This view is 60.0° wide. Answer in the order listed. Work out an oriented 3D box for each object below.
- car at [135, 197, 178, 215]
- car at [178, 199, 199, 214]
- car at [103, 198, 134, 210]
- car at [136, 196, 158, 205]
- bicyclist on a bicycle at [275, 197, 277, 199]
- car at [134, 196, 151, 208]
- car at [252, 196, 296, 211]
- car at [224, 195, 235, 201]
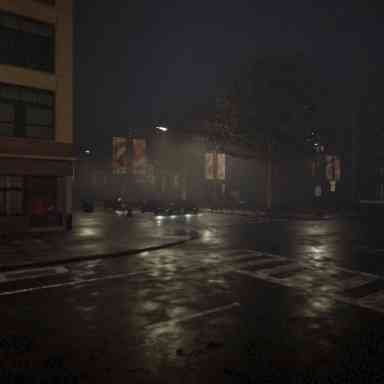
[{"bbox_3d":[-3.703,1.526,33.778,1.812,1.442,4.674,0,0,-35],"label":"car"},{"bbox_3d":[-1.135,1.505,36.211,1.837,1.490,4.892,0,0,-36],"label":"car"},{"bbox_3d":[-9.690,1.492,42.140,2.128,1.511,4.902,0,0,-35],"label":"car"},{"bbox_3d":[-8.189,1.478,59.840,1.882,1.535,5.008,0,0,-36],"label":"car"},{"bbox_3d":[12.513,1.301,50.585,1.656,1.620,0.582,0,0,-36],"label":"bicyclist on a bicycle"},{"bbox_3d":[-6.980,1.601,44.366,1.895,1.301,4.718,0,0,-35],"label":"car"},{"bbox_3d":[9.838,1.547,40.838,2.033,1.411,5.357,0,0,-34],"label":"car"},{"bbox_3d":[7.797,1.413,76.685,2.161,1.482,4.786,0,0,-36],"label":"car"}]
